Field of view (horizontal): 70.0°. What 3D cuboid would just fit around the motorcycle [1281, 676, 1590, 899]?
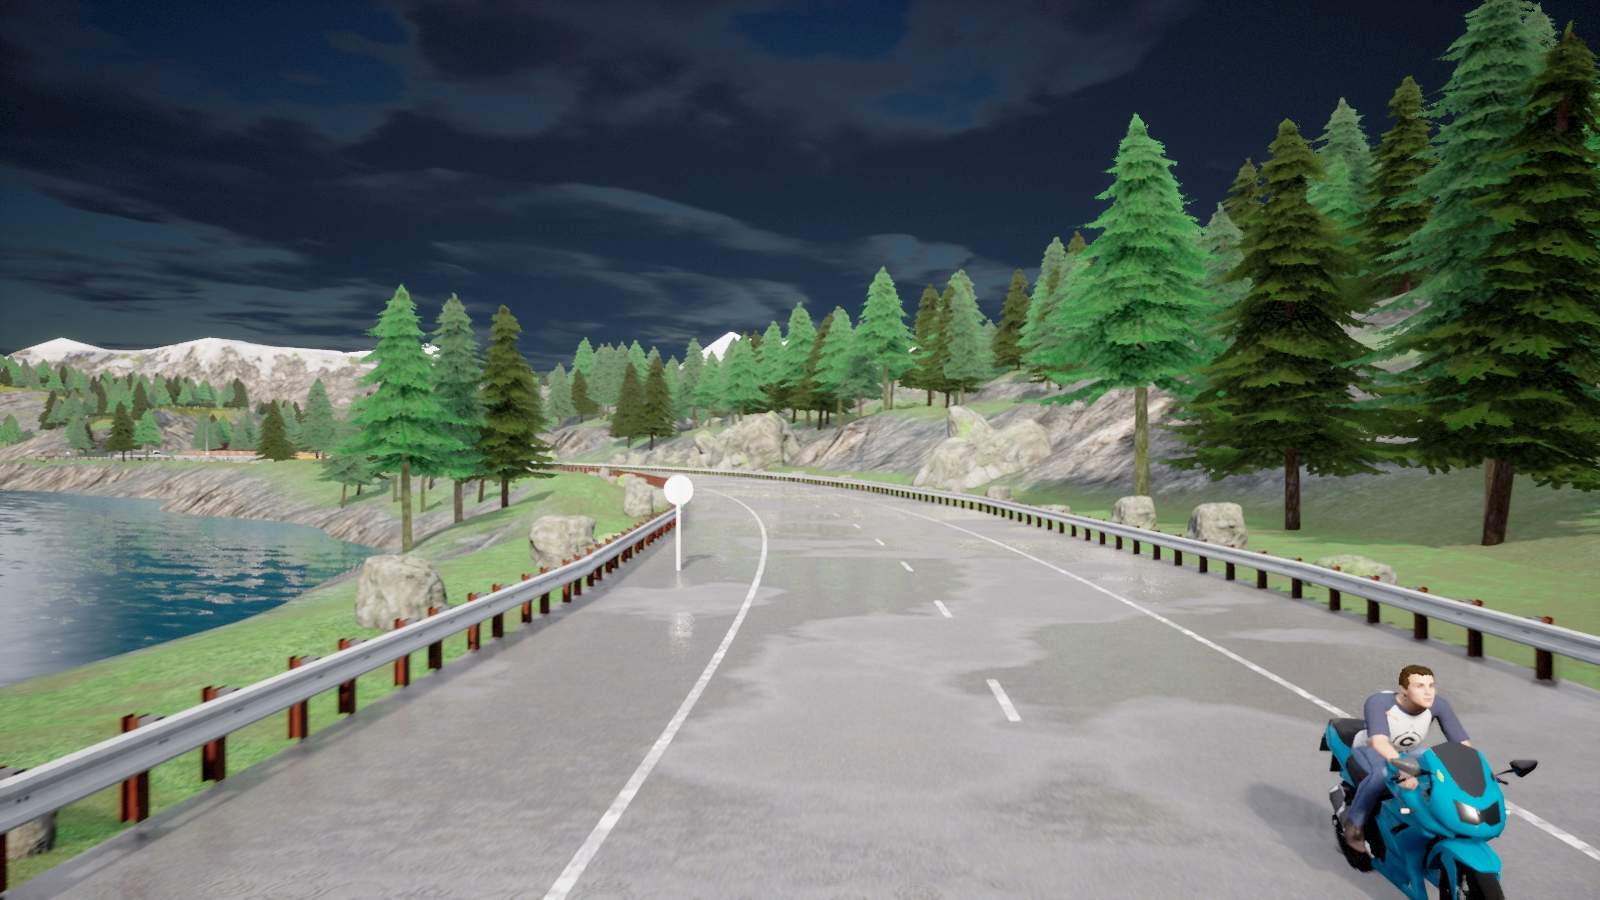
[{"bbox_3d":[3.691,2.177,6.887,0.803,1.217,2.033,0,0,3],"label":"motorcycle"}]
